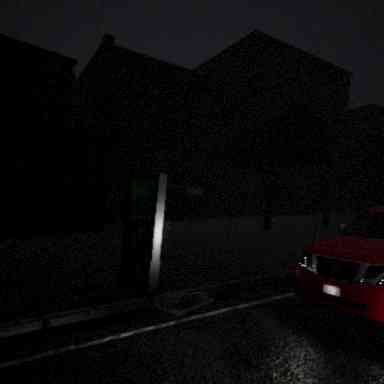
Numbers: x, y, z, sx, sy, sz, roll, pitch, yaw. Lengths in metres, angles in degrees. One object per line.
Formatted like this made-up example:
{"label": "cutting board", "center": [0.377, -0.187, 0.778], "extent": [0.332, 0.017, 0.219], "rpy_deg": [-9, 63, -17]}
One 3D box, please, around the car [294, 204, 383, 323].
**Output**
{"label": "car", "center": [4.616, 1.258, 6.877], "extent": [5.566, 2.045, 2.150], "rpy_deg": [0, 0, -32]}
